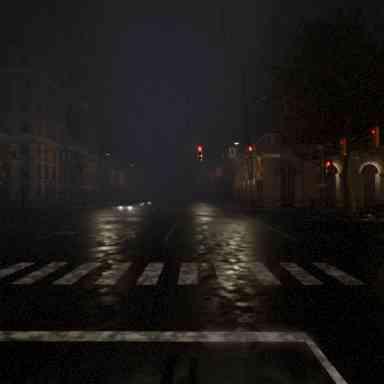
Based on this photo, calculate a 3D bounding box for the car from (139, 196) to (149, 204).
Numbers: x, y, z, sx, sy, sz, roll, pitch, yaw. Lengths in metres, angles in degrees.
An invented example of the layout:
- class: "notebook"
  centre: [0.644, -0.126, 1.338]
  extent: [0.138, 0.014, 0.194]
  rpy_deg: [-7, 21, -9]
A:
- class: "car"
  centre: [-10.313, 1.475, 64.862]
  extent: [1.882, 1.535, 5.008]
  rpy_deg: [0, 0, 1]

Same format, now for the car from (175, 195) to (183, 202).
- class: "car"
  centre: [-3.088, 1.446, 78.591]
  extent: [2.128, 1.511, 4.902]
  rpy_deg: [0, 0, 1]

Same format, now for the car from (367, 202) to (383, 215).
- class: "car"
  centre: [19.572, 1.562, 32.701]
  extent: [4.181, 1.385, 1.994]
  rpy_deg: [0, 0, 0]

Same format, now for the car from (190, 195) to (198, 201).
- class: "car"
  centre: [0.412, 1.446, 78.545]
  extent: [2.128, 1.511, 4.902]
  rpy_deg: [0, 0, 1]

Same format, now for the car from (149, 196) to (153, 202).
- class: "car"
  centre: [-10.134, 1.592, 75.204]
  extent: [1.895, 1.301, 4.718]
  rpy_deg: [0, 0, 1]

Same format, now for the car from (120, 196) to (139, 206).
- class: "car"
  centre: [-10.430, 1.598, 54.624]
  extent: [1.895, 1.301, 4.718]
  rpy_deg: [0, 0, 0]
